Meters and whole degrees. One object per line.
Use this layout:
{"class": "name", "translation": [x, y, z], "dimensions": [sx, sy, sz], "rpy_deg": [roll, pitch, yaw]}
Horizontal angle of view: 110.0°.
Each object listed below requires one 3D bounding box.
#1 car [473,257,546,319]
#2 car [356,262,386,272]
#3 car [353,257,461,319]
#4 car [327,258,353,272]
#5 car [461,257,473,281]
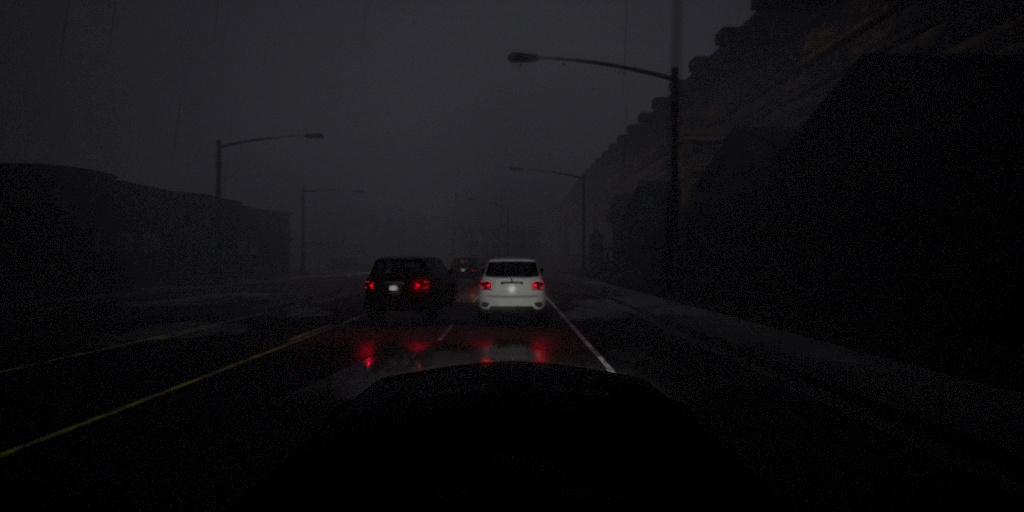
{"class": "car", "translation": [0.027, 1.042, 13.228], "dimensions": [2.150, 2.045, 5.566], "rpy_deg": [0, 0, 1]}
{"class": "car", "translation": [-21.171, 1.586, 53.798], "dimensions": [4.674, 1.442, 1.812], "rpy_deg": [-1, -1, 35]}
{"class": "car", "translation": [-3.472, 1.042, 13.244], "dimensions": [2.150, 2.045, 5.566], "rpy_deg": [0, 0, 0]}
{"class": "car", "translation": [-24.299, 1.271, 51.698], "dimensions": [5.566, 2.045, 2.150], "rpy_deg": [-1, -1, 32]}
{"class": "car", "translation": [-3.488, 1.132, 28.295], "dimensions": [2.150, 2.045, 5.566], "rpy_deg": [0, 0, 0]}
